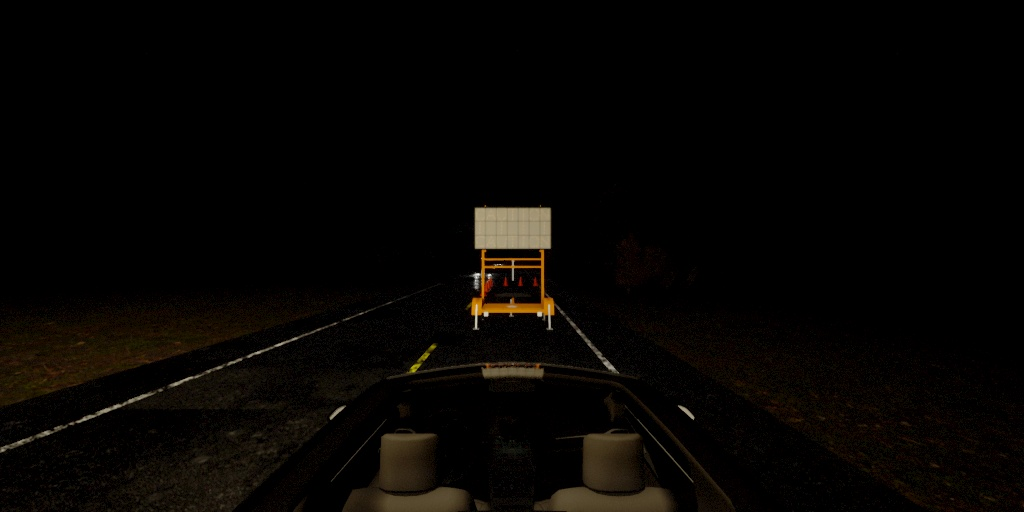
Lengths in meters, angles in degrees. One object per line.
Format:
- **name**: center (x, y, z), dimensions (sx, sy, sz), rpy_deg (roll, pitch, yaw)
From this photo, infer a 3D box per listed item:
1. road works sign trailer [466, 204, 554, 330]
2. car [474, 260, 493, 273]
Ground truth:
- **road works sign trailer**: center (0.028, 0.213, 11.119), dimensions (2.380, 3.560, 2.880), rpy_deg (0, 0, 0)
- **car**: center (-3.377, 1.264, 42.850), dimensions (1.837, 1.490, 4.892), rpy_deg (0, 0, 0)
